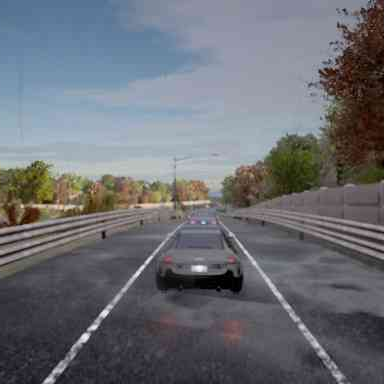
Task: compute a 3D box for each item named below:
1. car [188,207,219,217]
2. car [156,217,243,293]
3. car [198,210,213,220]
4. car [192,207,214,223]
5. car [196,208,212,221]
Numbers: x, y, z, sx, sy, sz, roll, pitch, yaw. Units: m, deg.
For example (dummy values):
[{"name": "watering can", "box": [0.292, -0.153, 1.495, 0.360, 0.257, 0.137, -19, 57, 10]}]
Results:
[{"name": "car", "box": [0.708, 1.813, 20.742, 2.033, 1.411, 5.357, 0, -2, 2]}, {"name": "car", "box": [0.238, 1.605, 9.033, 1.994, 1.385, 4.181, 0, 0, 2]}, {"name": "car", "box": [2.095, 3.372, 49.061, 2.033, 1.411, 5.357, 0, -4, 5]}, {"name": "car", "box": [1.144, 2.353, 34.664, 2.128, 1.511, 4.902, 0, -3, 3]}, {"name": "car", "box": [1.588, 2.853, 42.772, 1.882, 1.535, 5.008, 0, -4, 4]}]
